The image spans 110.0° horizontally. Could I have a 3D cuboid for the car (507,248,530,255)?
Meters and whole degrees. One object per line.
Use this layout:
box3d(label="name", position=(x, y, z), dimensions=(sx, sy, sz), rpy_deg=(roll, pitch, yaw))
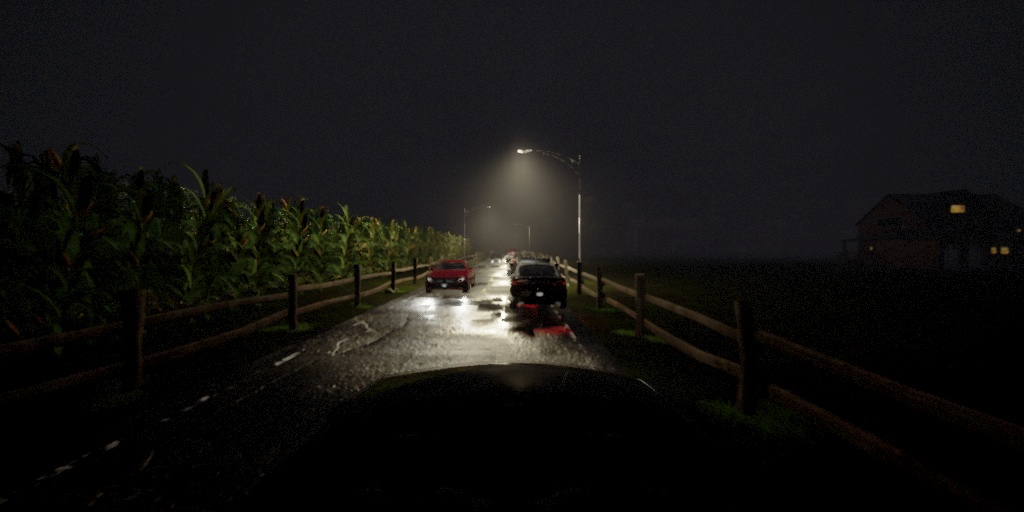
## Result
box3d(label="car", position=(0.902, 0.444, 29.362), dimensions=(2.097, 1.767, 4.553), rpy_deg=(0, 1, 0))

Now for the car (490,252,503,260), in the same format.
box3d(label="car", position=(-2.624, -0.038, 60.403), dimensions=(1.994, 1.385, 4.181), rpy_deg=(0, 1, 1))

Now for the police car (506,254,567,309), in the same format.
box3d(label="police car", position=(0.858, 0.895, 13.508), dimensions=(1.930, 1.638, 5.238), rpy_deg=(0, 1, 0))

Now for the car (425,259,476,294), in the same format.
box3d(label="car", position=(-2.804, 0.906, 17.204), dimensions=(1.812, 1.442, 4.674), rpy_deg=(0, 1, 0))
